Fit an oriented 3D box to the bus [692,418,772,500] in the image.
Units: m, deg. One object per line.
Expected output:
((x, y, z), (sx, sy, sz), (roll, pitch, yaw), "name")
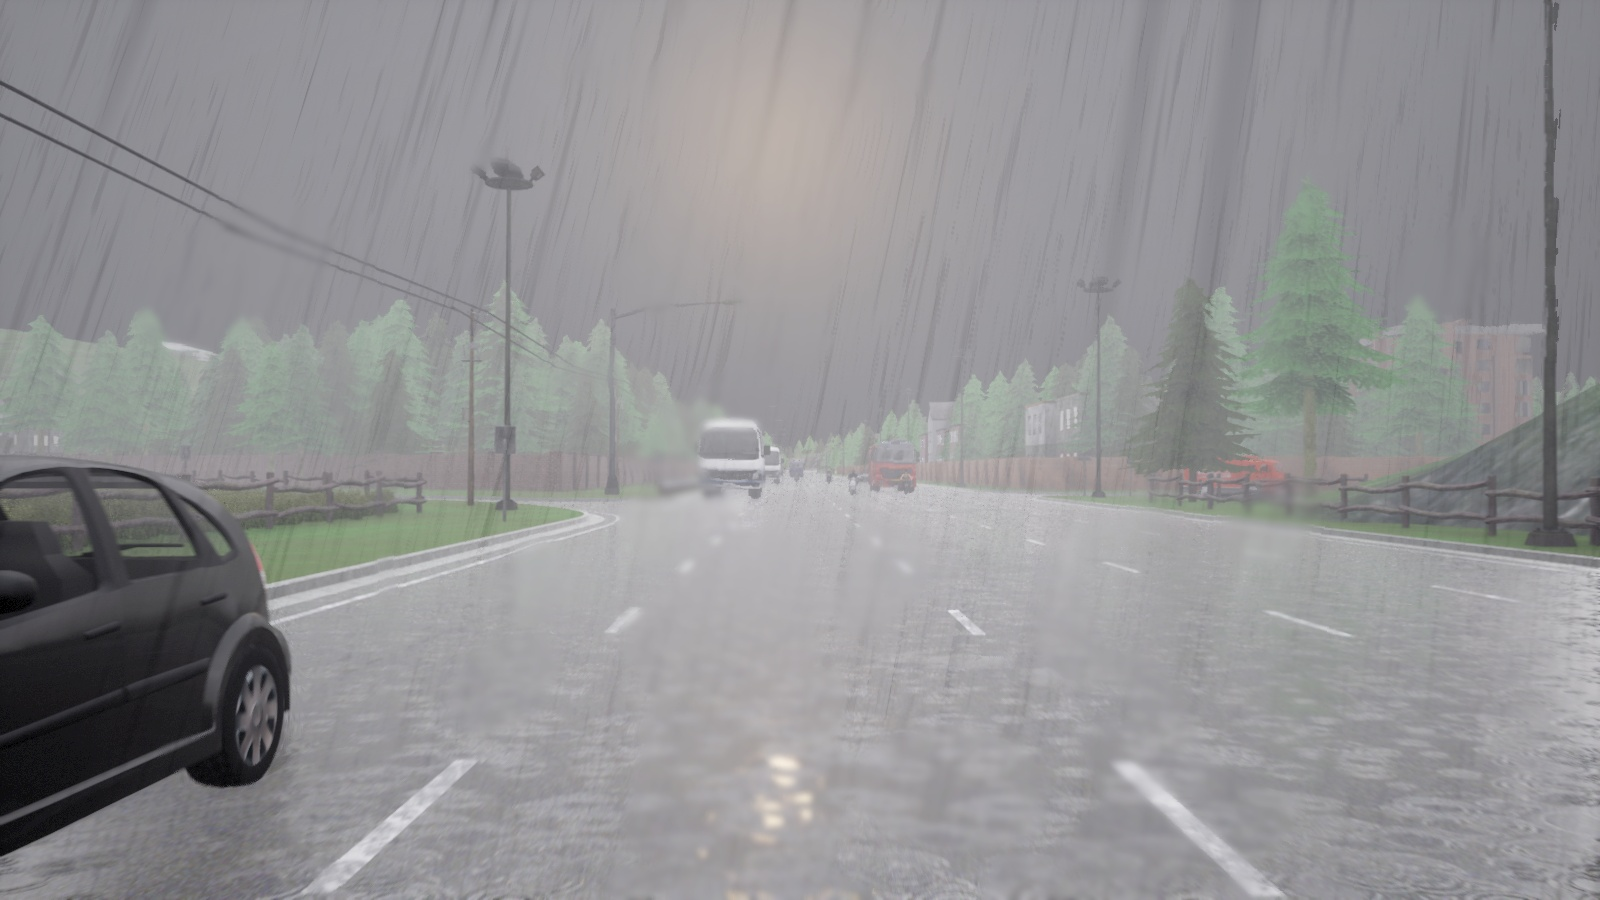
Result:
((-3.678, 0.560, 70.448), (3.944, 4.253, 10.273), (0, -1, 0), "bus")

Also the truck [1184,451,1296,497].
((24.204, 1.319, 69.239), (5.204, 2.467, 2.627), (-1, -1, 41), "truck")

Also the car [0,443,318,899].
((-3.512, 0.800, 4.754), (1.851, 1.617, 3.988), (0, -1, 0), "car")

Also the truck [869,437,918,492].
((6.770, 1.072, 92.123), (2.891, 3.827, 8.468), (0, -1, 0), "truck")
